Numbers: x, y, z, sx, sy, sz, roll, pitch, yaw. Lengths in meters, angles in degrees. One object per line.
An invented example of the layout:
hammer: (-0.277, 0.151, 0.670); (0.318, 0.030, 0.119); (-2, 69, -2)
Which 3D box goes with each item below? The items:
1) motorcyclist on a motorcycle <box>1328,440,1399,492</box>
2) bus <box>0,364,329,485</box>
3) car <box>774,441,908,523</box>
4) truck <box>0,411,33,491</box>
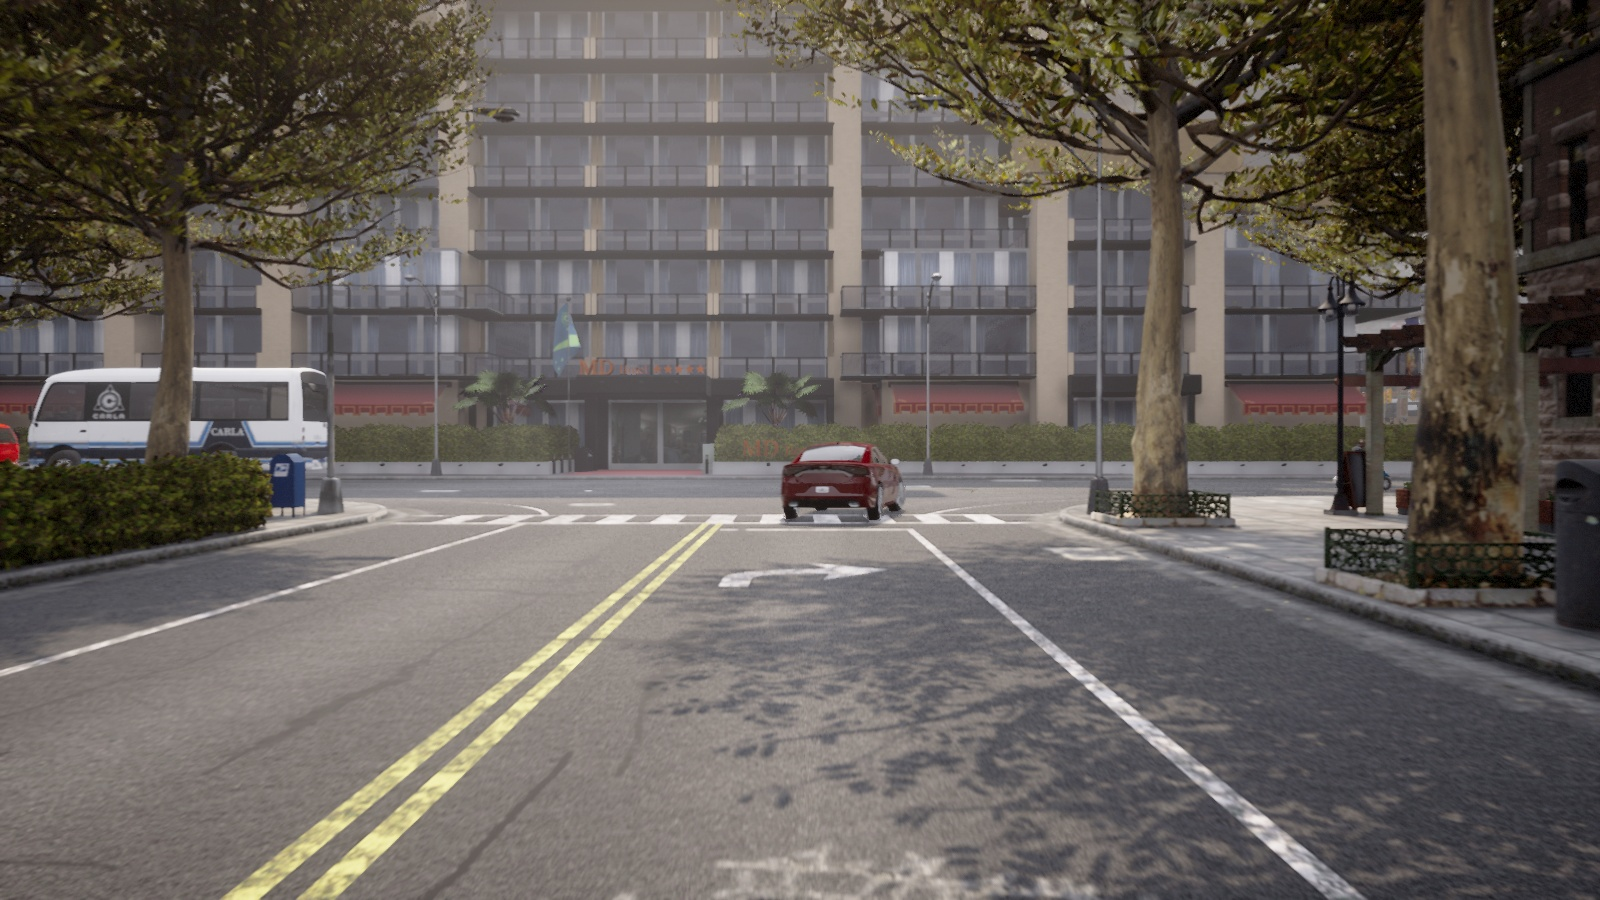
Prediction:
motorcyclist on a motorcycle: (17.466, 0.494, 38.954); (1.817, 1.590, 0.866); (0, 0, 0)
bus: (-23.116, -0.908, 46.010); (10.273, 4.253, 3.944); (0, 0, 0)
car: (0.969, 0.579, 25.980); (1.882, 1.535, 5.008); (0, 0, 12)
truck: (-27.257, 0.018, 39.021); (5.204, 2.467, 2.627); (0, 0, 0)
